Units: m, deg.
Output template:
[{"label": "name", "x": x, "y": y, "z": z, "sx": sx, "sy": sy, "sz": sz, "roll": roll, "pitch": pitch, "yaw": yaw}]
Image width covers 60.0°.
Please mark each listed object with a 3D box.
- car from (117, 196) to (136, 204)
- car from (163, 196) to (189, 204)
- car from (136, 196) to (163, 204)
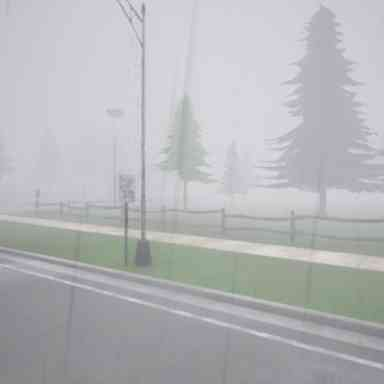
[{"label": "car", "x": -11.688, "y": 1.382, "z": 61.815, "sx": 2.128, "sy": 1.511, "sz": 4.902, "roll": 0, "pitch": 0, "yaw": 36}, {"label": "car", "x": -2.355, "y": 1.441, "z": 56.885, "sx": 1.812, "sy": 1.442, "sz": 4.674, "roll": 0, "pitch": 0, "yaw": 35}, {"label": "car", "x": -6.562, "y": 1.455, "z": 56.993, "sx": 2.033, "sy": 1.411, "sz": 5.357, "roll": 0, "pitch": 0, "yaw": 35}]
